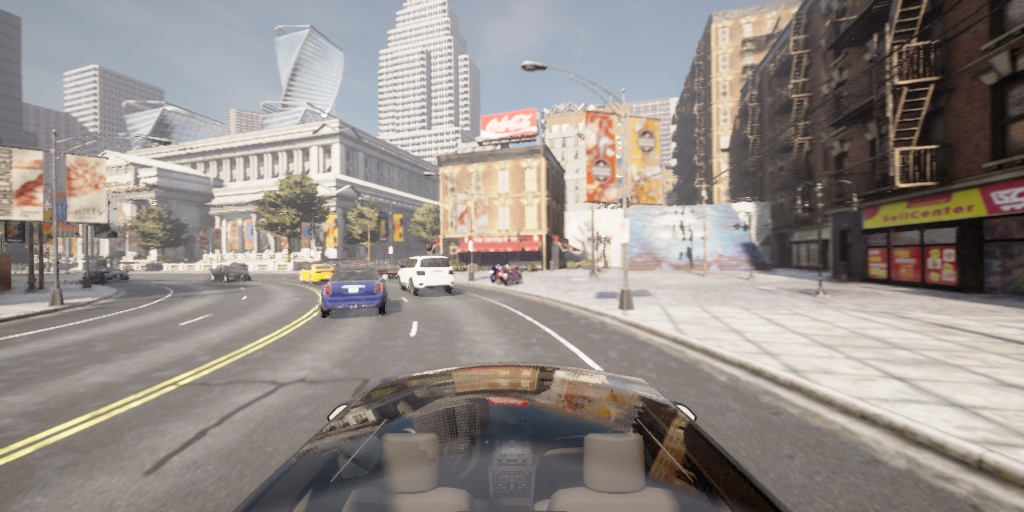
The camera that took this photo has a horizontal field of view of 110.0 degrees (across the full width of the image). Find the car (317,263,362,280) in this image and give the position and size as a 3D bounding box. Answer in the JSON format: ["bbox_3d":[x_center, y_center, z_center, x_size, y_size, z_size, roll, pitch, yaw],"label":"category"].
[{"bbox_3d":[-16.922,1.459,35.026,4.902,1.511,2.128,-1,0,41],"label":"car"}]

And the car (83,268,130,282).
[{"bbox_3d":[-40.690,1.854,36.003,4.181,1.385,1.994,-1,0,19],"label":"car"}]

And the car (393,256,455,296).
[{"bbox_3d":[-5.011,1.033,20.500,2.150,2.045,5.566,0,0,-28],"label":"car"}]

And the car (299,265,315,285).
[{"bbox_3d":[-15.744,1.431,29.180,1.882,1.535,5.008,0,0,-43],"label":"car"}]

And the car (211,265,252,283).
[{"bbox_3d":[-25.653,1.592,32.702,4.892,1.490,1.837,-1,-1,33],"label":"car"}]

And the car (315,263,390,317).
[{"bbox_3d":[-6.019,1.179,14.071,2.097,1.767,4.553,-1,0,-19],"label":"car"}]
